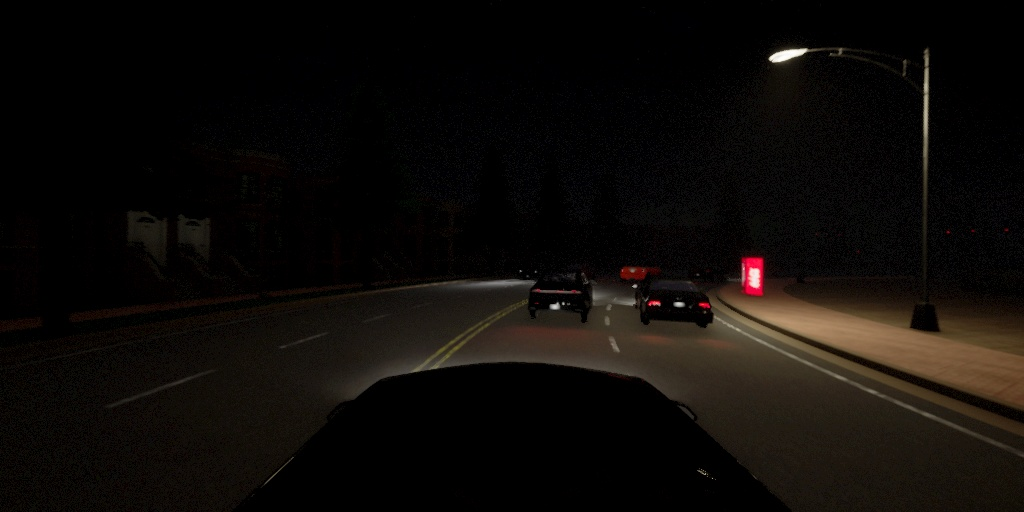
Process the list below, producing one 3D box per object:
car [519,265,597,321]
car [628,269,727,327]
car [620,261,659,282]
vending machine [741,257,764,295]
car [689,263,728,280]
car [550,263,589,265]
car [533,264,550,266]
[{"bbox_3d":[1.837,1.239,12.578,2.128,1.511,4.902,0,0,15],"label":"car"},{"bbox_3d":[5.119,1.331,11.878,2.033,1.411,5.357,1,0,16],"label":"car"},{"bbox_3d":[10.435,1.157,28.776,2.097,1.767,4.553,1,0,39],"label":"car"},{"bbox_3d":[12.495,1.043,18.603,1.100,2.100,0.880,0,0,30],"label":"vending machine"},{"bbox_3d":[16.634,1.344,30.326,5.008,1.535,1.882,0,0,-44],"label":"car"},{"bbox_3d":[5.140,1.276,27.986,1.812,1.442,4.674,0,0,36],"label":"car"},{"bbox_3d":[2.540,1.319,30.425,1.895,1.301,4.718,1,0,36],"label":"car"}]
